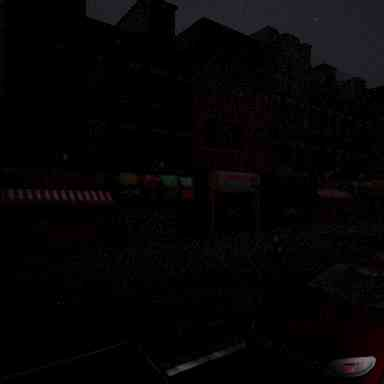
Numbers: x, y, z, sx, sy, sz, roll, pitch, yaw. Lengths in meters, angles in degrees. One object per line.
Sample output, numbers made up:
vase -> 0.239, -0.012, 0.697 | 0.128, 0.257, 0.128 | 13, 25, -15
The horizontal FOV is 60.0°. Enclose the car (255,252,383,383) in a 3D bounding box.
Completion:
car -> 2.606, 1.581, 4.648 | 4.206, 1.307, 1.802 | 0, 1, -35

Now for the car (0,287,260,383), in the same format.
car -> -1.896, 1.437, 1.433 | 4.097, 1.590, 1.967 | 0, 1, -35
